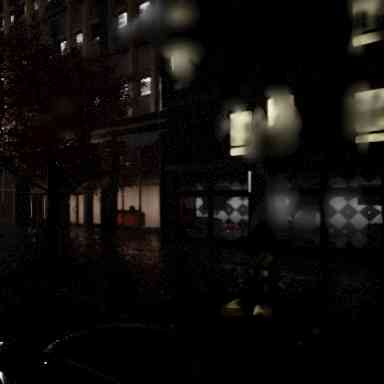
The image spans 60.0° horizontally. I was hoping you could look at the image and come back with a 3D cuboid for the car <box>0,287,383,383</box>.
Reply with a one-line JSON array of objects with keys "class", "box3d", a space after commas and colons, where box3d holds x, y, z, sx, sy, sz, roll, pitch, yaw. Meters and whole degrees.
[{"class": "car", "box3d": [-0.080, 1.574, 2.939, 4.313, 1.339, 1.947, 0, -1, 35]}]
